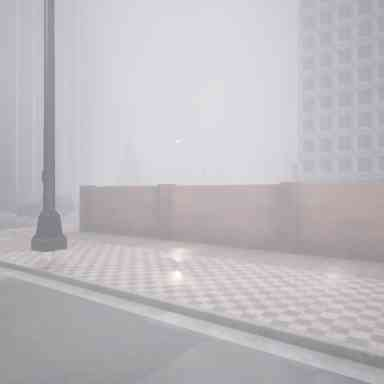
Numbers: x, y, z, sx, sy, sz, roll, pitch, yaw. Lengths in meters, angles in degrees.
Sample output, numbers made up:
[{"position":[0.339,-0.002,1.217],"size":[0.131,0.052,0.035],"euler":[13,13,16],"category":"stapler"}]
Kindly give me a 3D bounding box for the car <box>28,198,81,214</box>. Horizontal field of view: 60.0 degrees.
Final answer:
[{"position":[-14.661,1.478,35.815],"size":[1.882,1.535,5.008],"euler":[0,0,35],"category":"car"}]

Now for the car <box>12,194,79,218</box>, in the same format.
[{"position":[-13.702,1.221,31.095],"size":[2.150,2.045,5.566],"euler":[0,0,35],"category":"car"}]
